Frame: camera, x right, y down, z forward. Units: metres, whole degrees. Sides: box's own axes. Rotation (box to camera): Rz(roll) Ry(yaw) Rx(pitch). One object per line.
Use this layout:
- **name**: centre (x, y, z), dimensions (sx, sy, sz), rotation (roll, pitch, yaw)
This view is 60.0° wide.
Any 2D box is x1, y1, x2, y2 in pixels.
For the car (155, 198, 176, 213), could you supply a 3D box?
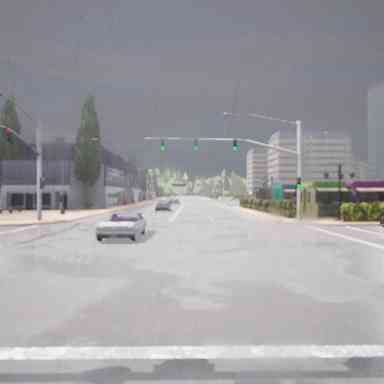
- **car**: centre (-3.518, 1.791, 41.631), dimensions (2.033, 1.411, 5.357), rotation (0, 0, 0)

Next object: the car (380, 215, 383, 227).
- **car**: centre (14.140, 1.473, 20.435), dimensions (4.553, 1.767, 2.097), rotation (0, 0, -1)

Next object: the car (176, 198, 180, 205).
- **car**: centre (-3.528, 1.902, 66.701), dimensions (1.994, 1.385, 4.181), rotation (0, 0, 0)

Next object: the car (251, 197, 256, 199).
- **car**: centre (17.732, 1.655, 86.300), dimensions (4.605, 1.855, 1.932), rotation (0, 0, -2)

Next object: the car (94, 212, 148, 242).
- **car**: centre (-3.507, 1.701, 17.101), dimensions (1.895, 1.301, 4.718), rotation (0, 0, 0)
